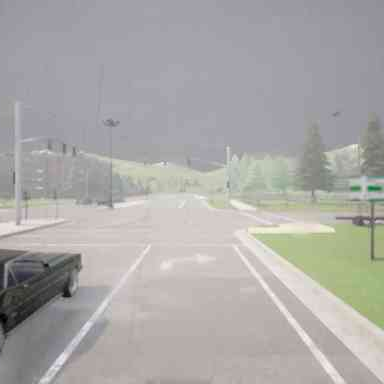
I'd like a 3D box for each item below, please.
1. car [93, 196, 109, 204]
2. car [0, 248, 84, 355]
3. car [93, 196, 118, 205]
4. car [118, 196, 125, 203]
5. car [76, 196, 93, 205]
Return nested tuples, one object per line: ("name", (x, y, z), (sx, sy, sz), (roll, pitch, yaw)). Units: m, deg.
("car", (-18.497, 1.582, 67.693), (1.994, 1.385, 4.181), (0, 0, 0))
("car", (-3.434, 1.604, 5.616), (1.895, 1.301, 4.718), (0, 0, 0))
("car", (-14.997, 1.573, 57.933), (2.033, 1.411, 5.357), (0, 0, 0))
("car", (-14.997, 1.530, 68.015), (1.837, 1.490, 4.892), (0, 0, 0))
("car", (-18.501, 1.517, 57.548), (2.128, 1.511, 4.902), (0, 0, 0))
